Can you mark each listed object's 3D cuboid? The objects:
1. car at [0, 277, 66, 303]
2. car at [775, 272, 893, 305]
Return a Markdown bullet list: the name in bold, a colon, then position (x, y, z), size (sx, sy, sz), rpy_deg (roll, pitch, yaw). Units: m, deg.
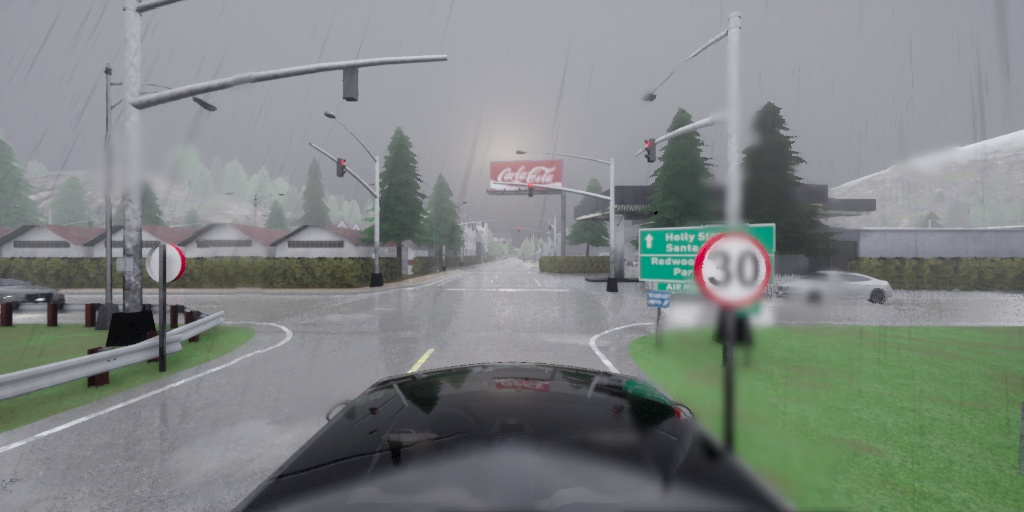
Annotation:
- **car**: position (-20.109, 1.505, 13.801), size (4.181, 1.385, 1.994), rpy_deg (0, 0, 1)
- **car**: position (15.113, 1.467, 16.945), size (4.674, 1.442, 1.812), rpy_deg (0, 0, 0)
